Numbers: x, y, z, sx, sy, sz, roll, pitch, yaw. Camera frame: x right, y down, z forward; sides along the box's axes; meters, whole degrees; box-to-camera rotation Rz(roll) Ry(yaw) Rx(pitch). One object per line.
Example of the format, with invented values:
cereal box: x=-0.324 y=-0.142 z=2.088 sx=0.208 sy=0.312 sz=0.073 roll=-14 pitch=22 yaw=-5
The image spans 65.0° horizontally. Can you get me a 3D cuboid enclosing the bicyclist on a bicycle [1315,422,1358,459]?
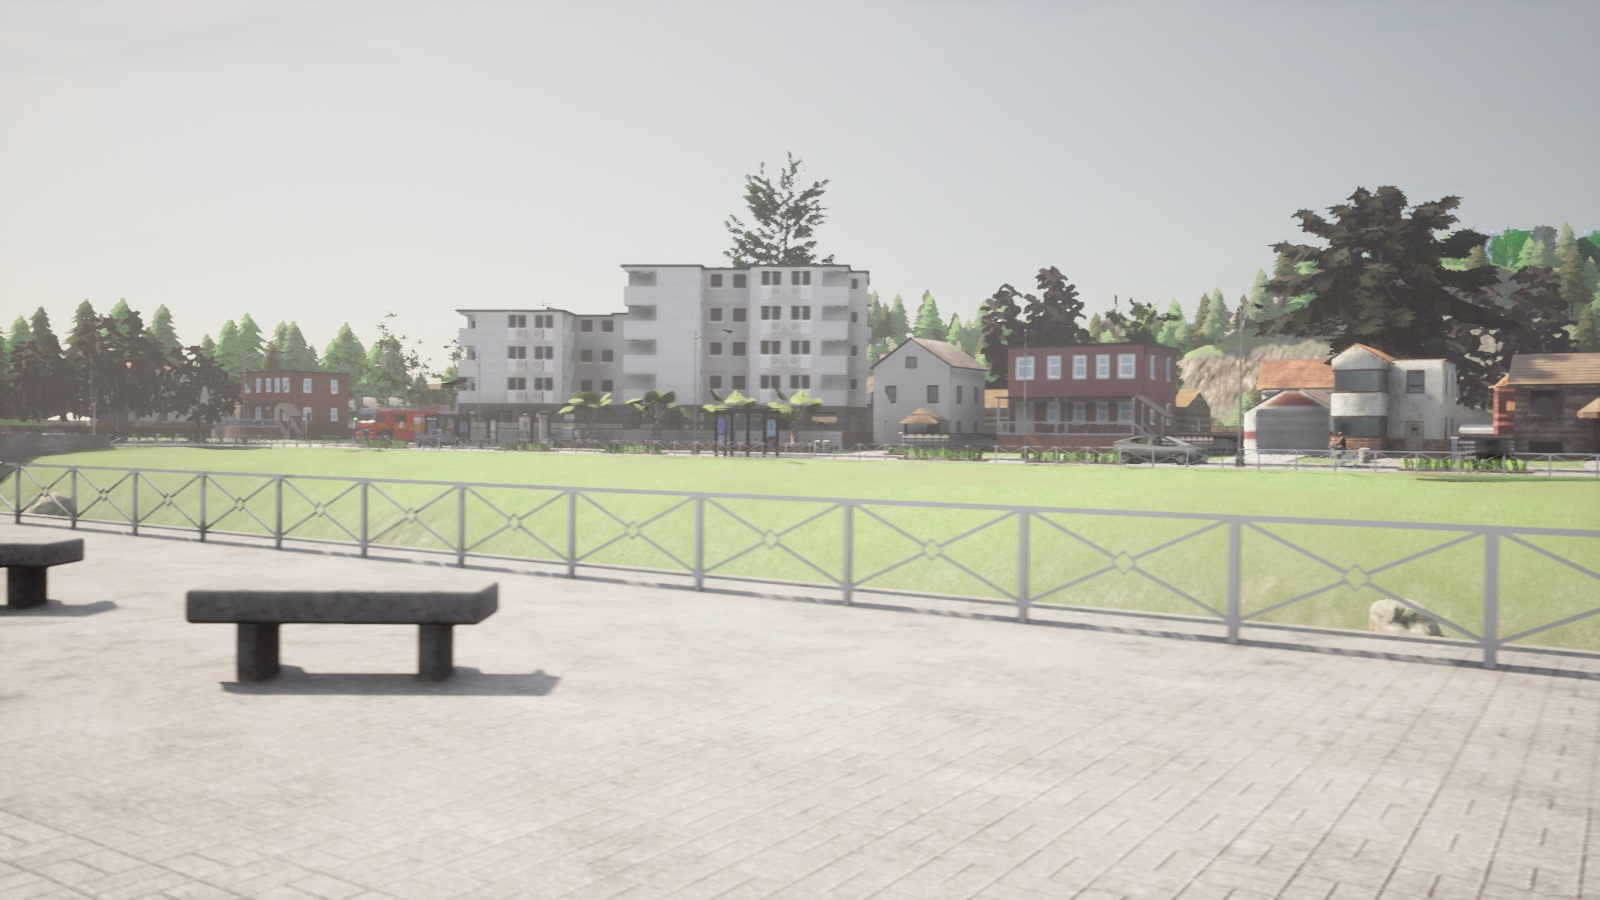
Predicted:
bicyclist on a bicycle: x=26.041 y=-0.466 z=60.981 sx=1.843 sy=1.776 sz=0.659 roll=0 pitch=1 yaw=34

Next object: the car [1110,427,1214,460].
car: x=17.769 y=-0.325 z=61.678 sx=4.514 sy=1.525 sz=2.007 roll=0 pitch=1 yaw=34
